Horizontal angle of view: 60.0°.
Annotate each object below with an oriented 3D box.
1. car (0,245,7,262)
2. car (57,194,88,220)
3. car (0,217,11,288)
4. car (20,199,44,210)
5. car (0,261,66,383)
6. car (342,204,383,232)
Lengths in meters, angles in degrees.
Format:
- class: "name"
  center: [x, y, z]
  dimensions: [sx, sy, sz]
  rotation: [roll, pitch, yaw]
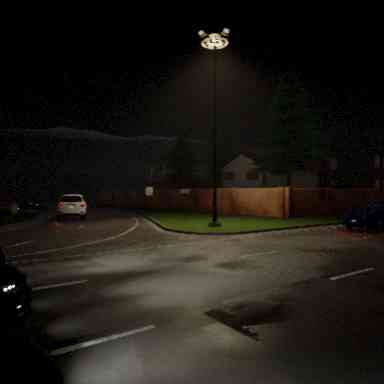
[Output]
- class: "car"
  center: [-4.929, 1.490, 4.529]
  dimensions: [4.902, 1.511, 2.128]
  rotation: [0, 0, -35]
- class: "car"
  center: [-10.215, 1.223, 28.473]
  dimensions: [2.150, 2.045, 5.566]
  rotation: [0, 0, -18]
- class: "car"
  center: [-6.934, 1.490, 7.398]
  dimensions: [4.902, 1.511, 2.128]
  rotation: [0, 0, -36]
- class: "car"
  center: [-21.036, 1.565, 43.663]
  dimensions: [1.994, 1.385, 4.181]
  rotation: [0, 0, -44]
- class: "car"
  center: [-3.116, 1.504, 1.524]
  dimensions: [4.892, 1.490, 1.837]
  rotation: [0, 0, -36]
- class: "car"
  center: [11.199, 1.486, 20.333]
  dimensions: [5.008, 1.535, 1.882]
  rotation: [0, 0, -36]
